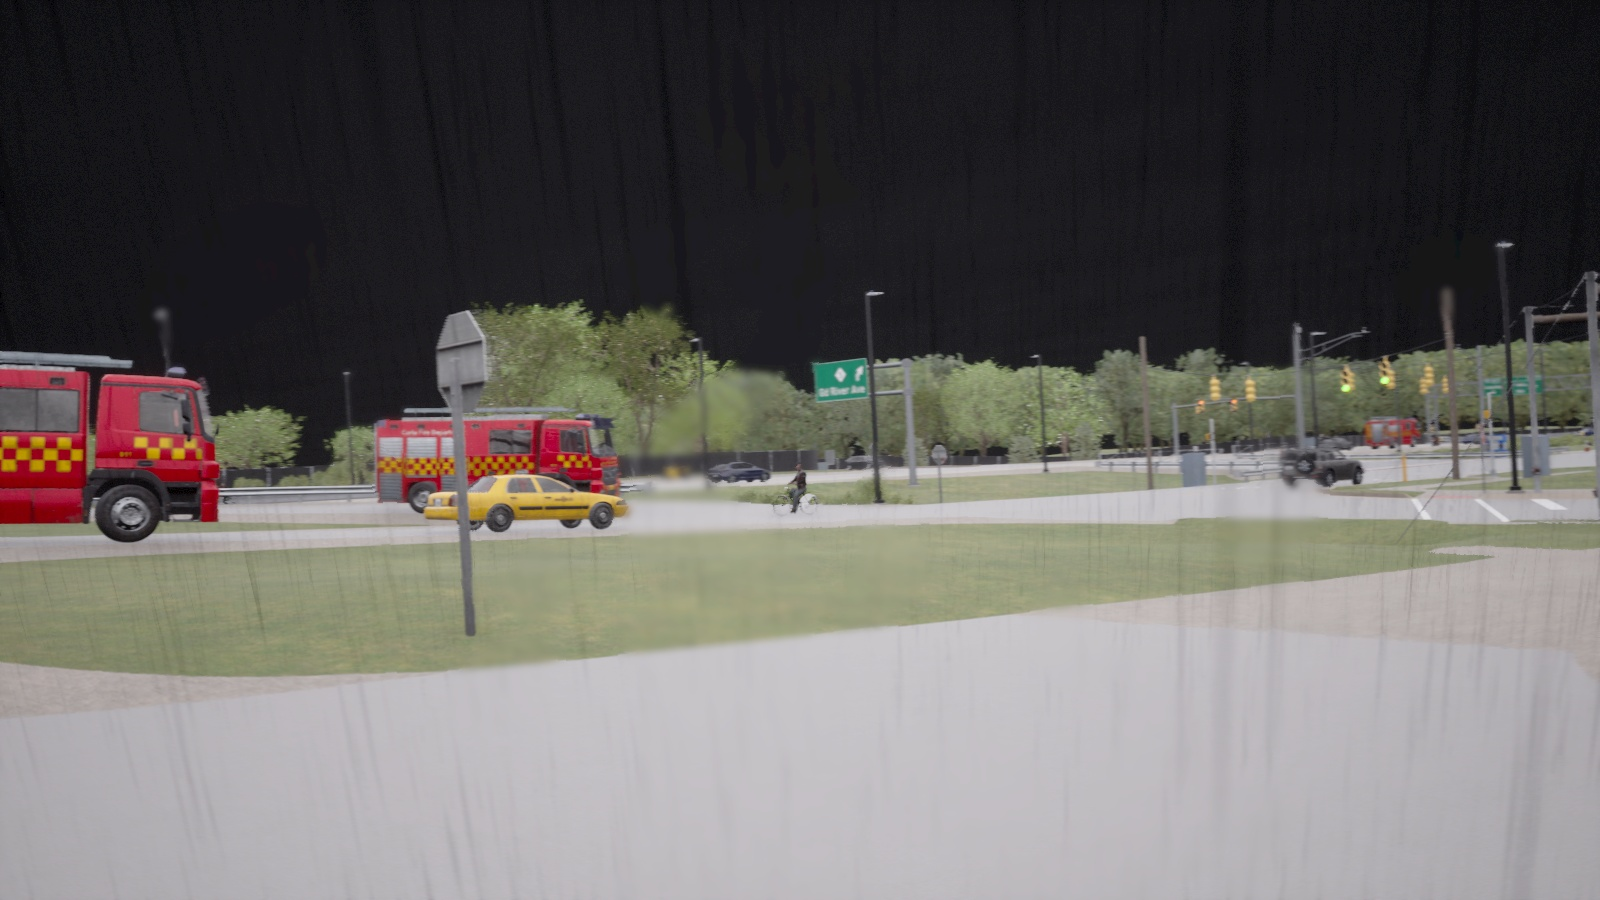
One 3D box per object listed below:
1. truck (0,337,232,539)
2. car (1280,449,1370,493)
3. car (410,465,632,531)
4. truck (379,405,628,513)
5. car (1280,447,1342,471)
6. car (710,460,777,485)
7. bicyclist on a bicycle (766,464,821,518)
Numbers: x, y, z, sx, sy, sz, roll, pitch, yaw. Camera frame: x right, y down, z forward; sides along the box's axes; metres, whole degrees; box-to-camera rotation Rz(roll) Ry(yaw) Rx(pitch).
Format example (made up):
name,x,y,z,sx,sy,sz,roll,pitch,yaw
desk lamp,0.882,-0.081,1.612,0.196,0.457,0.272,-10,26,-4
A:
name,x,y,z,sx,sy,sz,roll,pitch,yaw
truck,-16.087,-0.186,24.938,8.468,3.827,2.891,2,-3,-29
car,23.942,0.944,57.205,4.605,1.855,1.932,-1,-1,-41
car,-7.090,1.222,32.361,5.366,1.575,1.801,1,-2,-40
truck,-10.836,0.275,46.277,8.468,3.827,2.891,0,1,8
car,37.358,0.664,91.830,1.789,1.549,3.705,-3,0,-44
car,-3.773,1.487,83.939,4.193,1.474,1.816,-2,-1,-41
bicyclist on a bicycle,-0.217,1.369,42.663,1.843,1.776,0.659,-1,1,-35
